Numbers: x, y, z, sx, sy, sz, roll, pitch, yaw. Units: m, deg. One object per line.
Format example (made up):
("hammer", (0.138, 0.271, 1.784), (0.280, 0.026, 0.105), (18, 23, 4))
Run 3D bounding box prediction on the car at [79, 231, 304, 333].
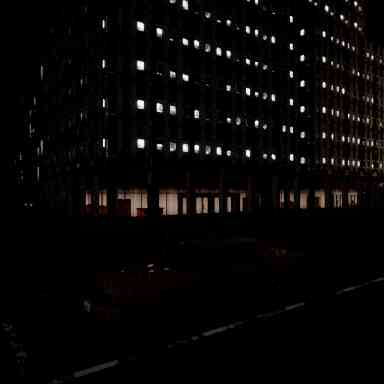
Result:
("car", (0.275, 1.525, 6.757), (4.829, 1.417, 1.752), (0, 0, -36))
